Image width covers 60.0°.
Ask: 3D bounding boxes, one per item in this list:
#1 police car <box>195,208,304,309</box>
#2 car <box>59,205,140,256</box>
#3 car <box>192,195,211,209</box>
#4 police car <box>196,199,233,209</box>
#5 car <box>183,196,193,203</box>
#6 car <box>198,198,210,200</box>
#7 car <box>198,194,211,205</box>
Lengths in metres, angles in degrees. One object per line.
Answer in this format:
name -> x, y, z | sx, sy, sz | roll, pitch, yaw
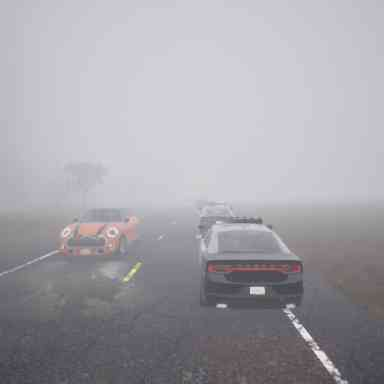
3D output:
police car -> 1.117, 1.425, 8.085 | 1.930, 1.638, 5.238 | 0, 0, 1
car -> -3.429, 1.353, 13.099 | 2.097, 1.767, 4.553 | 0, 0, 1
car -> 1.450, 1.497, 45.940 | 1.837, 1.490, 4.892 | 0, 0, 4
police car -> 1.310, 1.426, 18.050 | 1.930, 1.638, 5.238 | 0, 0, 1
car -> -0.553, 1.543, 66.875 | 1.994, 1.385, 4.181 | 0, 0, 5
car -> 1.486, 1.456, 24.107 | 1.801, 1.575, 5.366 | 0, 0, 2
car -> 2.342, 1.335, 60.020 | 2.097, 1.767, 4.553 | 0, 0, 4
